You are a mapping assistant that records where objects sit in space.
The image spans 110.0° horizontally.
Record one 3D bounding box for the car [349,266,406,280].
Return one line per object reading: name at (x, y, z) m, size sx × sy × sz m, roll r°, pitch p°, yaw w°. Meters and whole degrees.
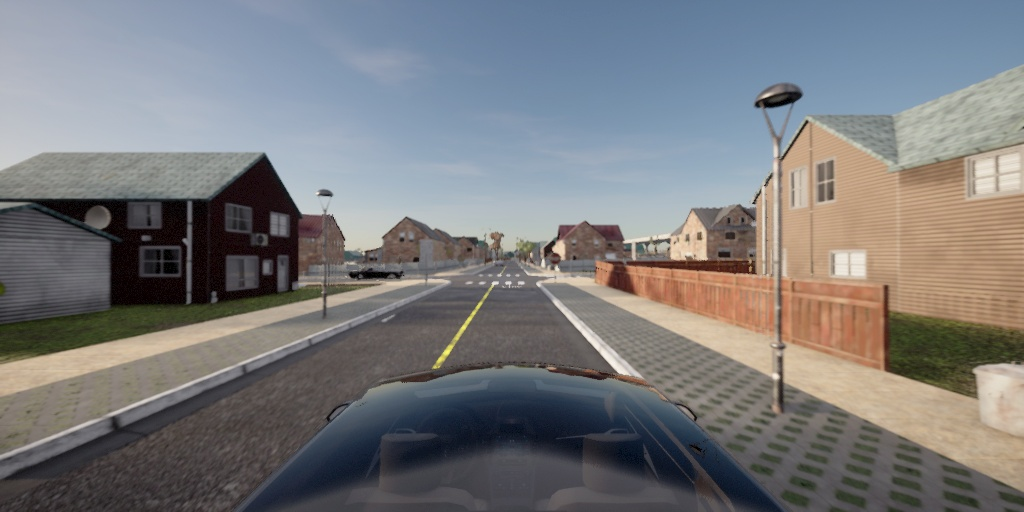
car at (-12.405, 1.615, 33.286) m, size 4.718 × 1.301 × 1.895 m, roll -1°, pitch 0°, yaw 1°
